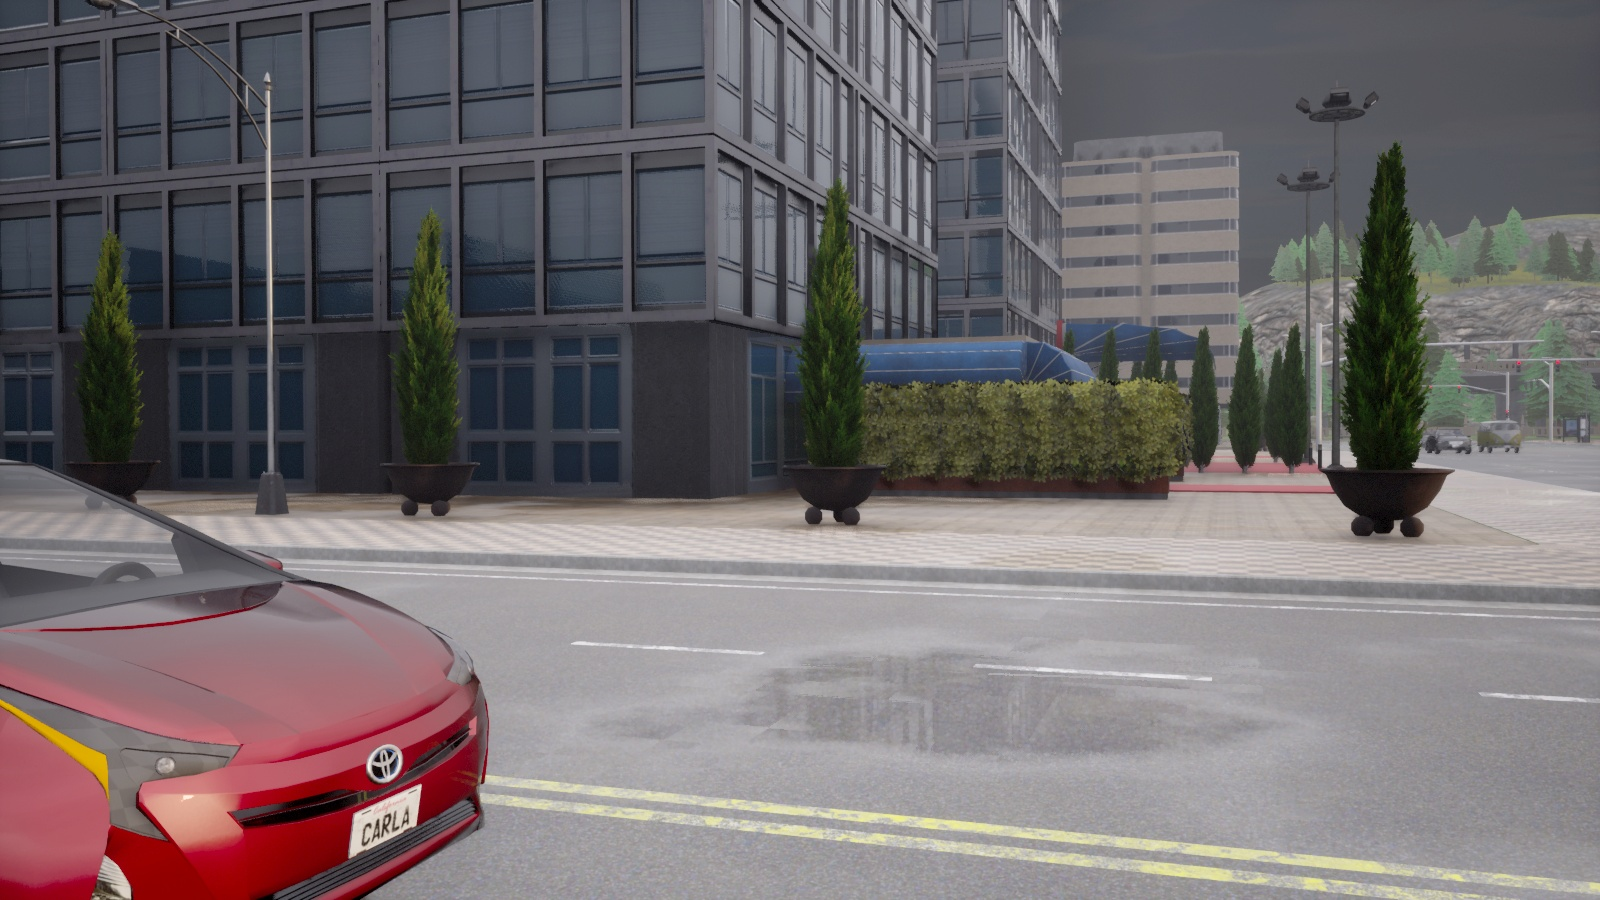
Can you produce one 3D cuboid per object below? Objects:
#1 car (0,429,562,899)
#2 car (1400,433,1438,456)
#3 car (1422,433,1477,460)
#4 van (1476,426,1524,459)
[{"bbox_3d":[-3.322,0.692,4.311,4.514,1.525,2.007,1,1,19],"label":"car"},{"bbox_3d":[41.743,-0.395,84.724,1.789,1.549,3.705,1,1,18],"label":"car"},{"bbox_3d":[38.175,-0.257,73.894,2.128,1.511,4.902,1,1,18],"label":"car"},{"bbox_3d":[42.883,-0.493,76.997,1.775,1.987,4.442,1,1,18],"label":"van"}]
